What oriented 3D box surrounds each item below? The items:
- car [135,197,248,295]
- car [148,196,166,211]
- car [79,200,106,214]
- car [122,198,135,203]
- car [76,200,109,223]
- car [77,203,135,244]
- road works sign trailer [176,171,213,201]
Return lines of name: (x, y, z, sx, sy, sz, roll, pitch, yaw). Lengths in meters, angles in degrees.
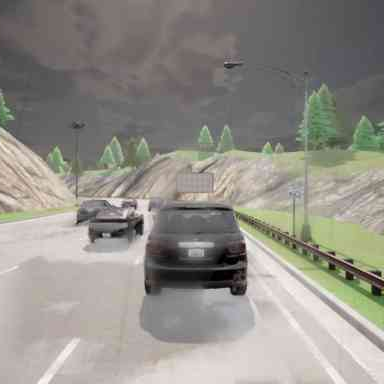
car: (0.087, 1.221, 8.827, 2.150, 2.045, 5.566, 0, 0, 0)
car: (-4.305, 1.352, 41.383, 2.097, 1.767, 4.553, 0, 0, -6)
car: (-10.880, 1.600, 36.736, 1.895, 1.301, 4.718, 0, 0, -4)
car: (-7.922, 1.525, 42.109, 1.812, 1.442, 4.674, 0, -1, -6)
car: (-6.944, 1.352, 24.785, 2.097, 1.767, 4.553, 0, 0, 0)
car: (-3.421, 1.492, 15.710, 2.128, 1.511, 4.902, 0, 0, 0)
road works sign trailer: (0.184, 0.464, 21.550, 2.380, 3.560, 2.880, 0, 0, 0)
